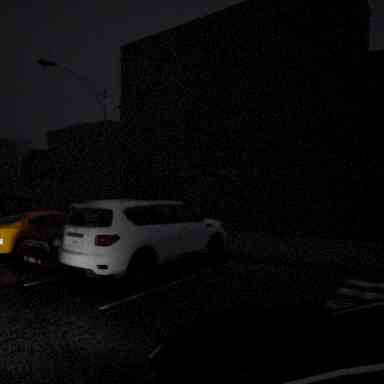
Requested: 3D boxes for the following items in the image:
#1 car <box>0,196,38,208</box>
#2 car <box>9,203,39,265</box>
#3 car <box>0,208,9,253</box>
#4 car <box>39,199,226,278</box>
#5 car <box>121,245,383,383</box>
[{"bbox_3d":[-7.851,1.209,14.589,2.435,2.045,5.566,0,0,35],"label":"car"},{"bbox_3d":[-3.258,1.345,11.316,2.185,1.767,4.553,0,0,36],"label":"car"},{"bbox_3d":[-5.524,1.465,12.888,2.097,1.535,5.008,0,0,35],"label":"car"},{"bbox_3d":[-1.114,1.223,9.784,2.435,2.045,5.566,0,0,35],"label":"car"},{"bbox_3d":[1.788,1.492,2.101,4.902,1.511,2.128,0,0,36],"label":"car"}]
